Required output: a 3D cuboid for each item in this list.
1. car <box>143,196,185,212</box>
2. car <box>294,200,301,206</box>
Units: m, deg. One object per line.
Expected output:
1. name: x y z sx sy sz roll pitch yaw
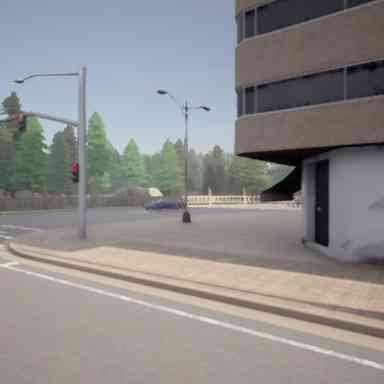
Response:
1. car: -3.382 1.457 38.479 4.674 1.442 1.812 0 0 -38
2. car: 18.196 1.539 51.180 4.718 1.301 1.895 0 0 -5
